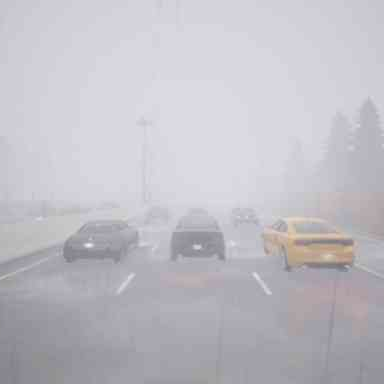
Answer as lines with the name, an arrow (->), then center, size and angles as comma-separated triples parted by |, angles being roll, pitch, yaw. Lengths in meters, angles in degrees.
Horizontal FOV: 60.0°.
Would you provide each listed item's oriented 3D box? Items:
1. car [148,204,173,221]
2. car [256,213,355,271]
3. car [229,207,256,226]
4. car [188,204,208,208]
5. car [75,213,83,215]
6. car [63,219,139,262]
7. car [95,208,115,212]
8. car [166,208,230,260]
car -> -2.928, 1.847, 31.179 | 2.128, 1.511, 4.902 | 0, -1, 1
car -> 3.695, 1.604, 11.415 | 1.882, 1.535, 5.008 | 0, -1, 1
car -> 3.963, 1.838, 26.004 | 2.033, 1.411, 5.357 | 0, -1, 1
car -> 0.583, 1.889, 32.150 | 1.812, 1.442, 4.674 | 0, -1, 1
car -> -13.483, 2.008, 38.014 | 1.994, 1.385, 4.181 | 0, -1, 1
car -> -3.280, 1.713, 12.743 | 1.994, 1.385, 4.181 | 0, -1, 1
car -> -9.955, 1.946, 39.311 | 2.128, 1.511, 4.902 | 0, -1, 1
car -> 0.226, 1.627, 13.125 | 1.882, 1.535, 5.008 | 0, 0, 1
